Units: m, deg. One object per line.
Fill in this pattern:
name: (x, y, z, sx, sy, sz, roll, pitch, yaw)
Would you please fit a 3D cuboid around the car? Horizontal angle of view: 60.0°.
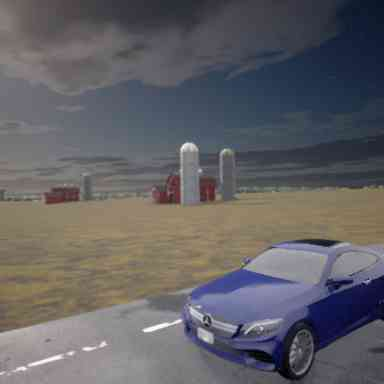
car: (1.995, 1.584, 5.711, 4.674, 1.442, 1.812, 0, -1, -38)
